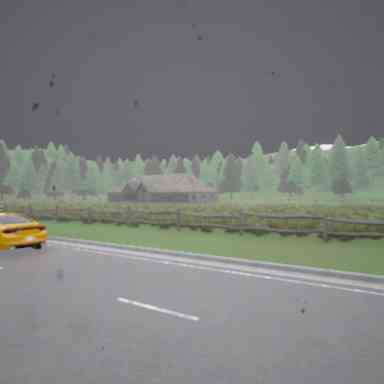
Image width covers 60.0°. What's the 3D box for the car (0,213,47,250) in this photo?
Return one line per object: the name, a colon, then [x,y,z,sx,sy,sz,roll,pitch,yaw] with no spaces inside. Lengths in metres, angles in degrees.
car: [-8.111,1.615,13.968,5.008,1.535,1.882,0,0,36]
